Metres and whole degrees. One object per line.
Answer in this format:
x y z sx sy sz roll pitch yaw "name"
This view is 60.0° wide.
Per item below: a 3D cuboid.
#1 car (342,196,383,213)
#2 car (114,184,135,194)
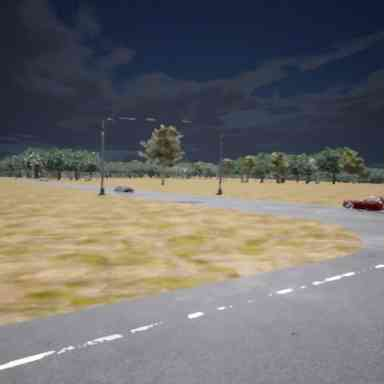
14.904 1.004 27.273 1.895 1.301 4.718 0 2 -34 "car"
-10.830 -0.498 52.819 2.033 1.411 5.357 0 2 -31 "car"
